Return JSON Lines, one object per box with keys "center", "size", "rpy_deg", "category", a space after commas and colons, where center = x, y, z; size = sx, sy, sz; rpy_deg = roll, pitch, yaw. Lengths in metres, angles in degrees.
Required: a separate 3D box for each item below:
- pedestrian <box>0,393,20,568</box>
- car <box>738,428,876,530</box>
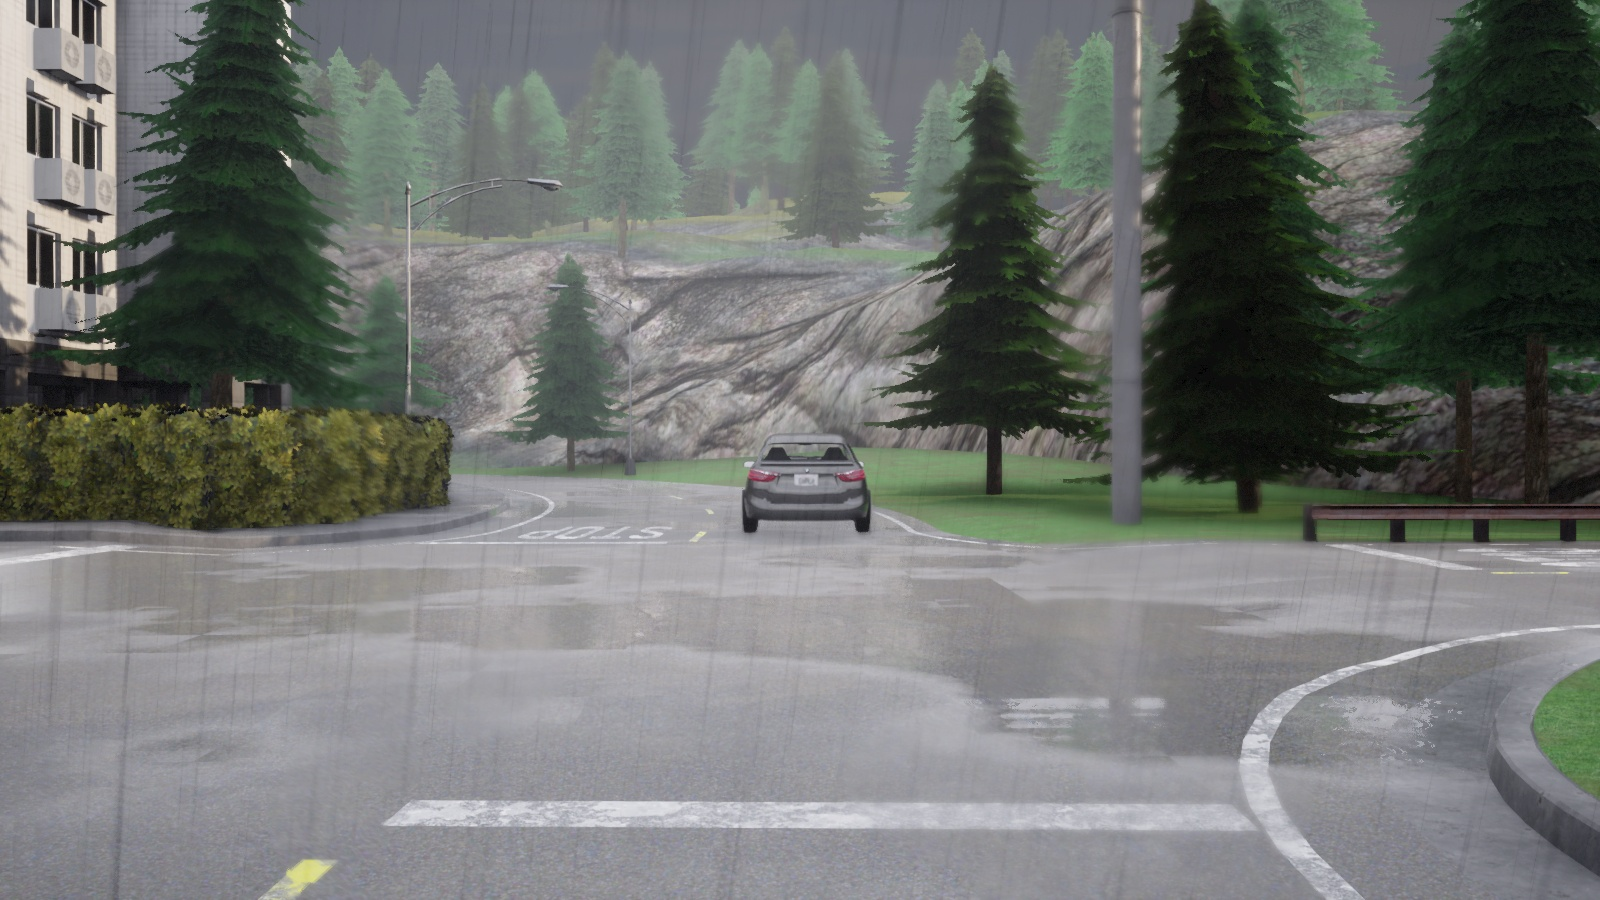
{"center": [-8.871, 0.325, 13.228], "size": [0.899, 1.844, 0.634], "rpy_deg": [0, 0, 2], "category": "pedestrian"}
{"center": [0.076, 0.462, 22.788], "size": [2.242, 1.667, 4.611], "rpy_deg": [0, 0, -1], "category": "car"}
